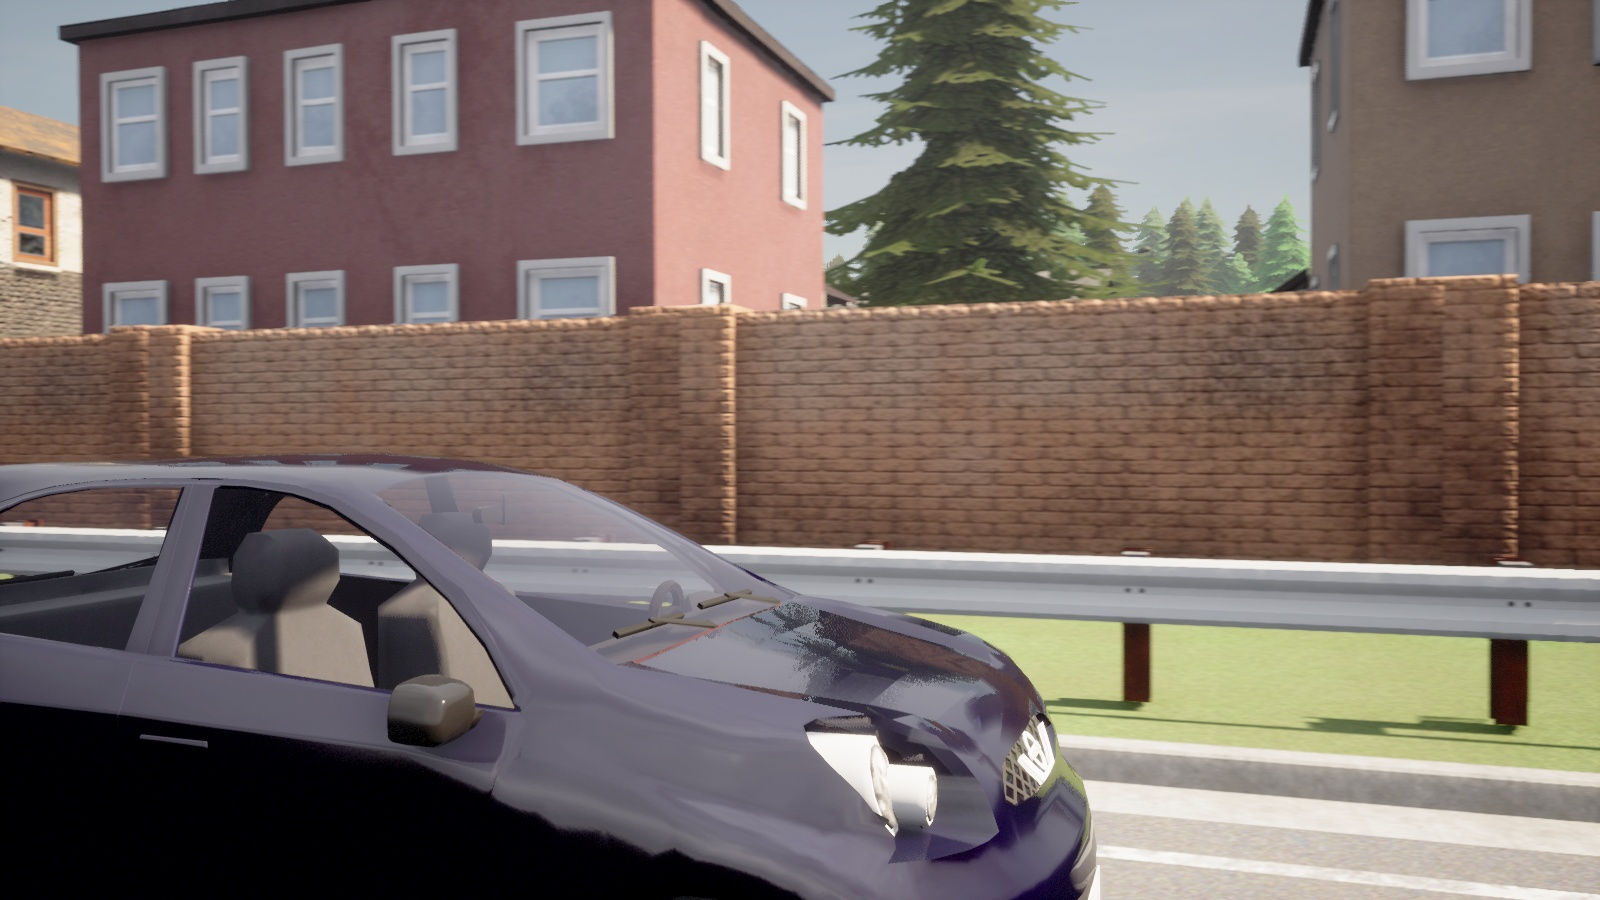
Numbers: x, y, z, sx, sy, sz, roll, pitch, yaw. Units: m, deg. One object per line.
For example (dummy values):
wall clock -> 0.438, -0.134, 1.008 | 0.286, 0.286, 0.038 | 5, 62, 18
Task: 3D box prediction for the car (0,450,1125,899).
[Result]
car -> -1.031, 0.780, 3.540 | 3.633, 1.501, 1.845 | 1, 1, 19
